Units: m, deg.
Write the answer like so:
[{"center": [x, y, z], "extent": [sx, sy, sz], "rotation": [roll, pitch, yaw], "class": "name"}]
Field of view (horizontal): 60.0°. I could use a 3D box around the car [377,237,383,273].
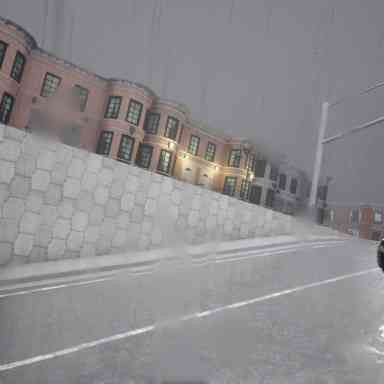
[{"center": [7.457, 1.321, 9.309], "extent": [5.566, 2.045, 2.150], "rotation": [0, 0, -36], "class": "car"}]
